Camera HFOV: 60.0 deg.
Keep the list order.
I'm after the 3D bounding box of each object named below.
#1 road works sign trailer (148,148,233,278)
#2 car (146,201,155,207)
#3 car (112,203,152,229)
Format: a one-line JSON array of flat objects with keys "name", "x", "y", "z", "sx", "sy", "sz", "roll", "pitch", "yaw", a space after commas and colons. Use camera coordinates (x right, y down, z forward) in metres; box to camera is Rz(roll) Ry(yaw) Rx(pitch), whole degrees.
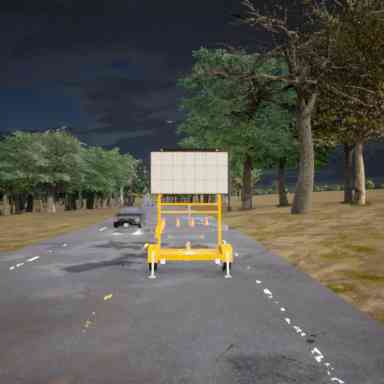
[{"name": "road works sign trailer", "x": -0.082, "y": 0.481, "z": 10.183, "sx": 2.380, "sy": 3.560, "sz": 2.880, "roll": 0, "pitch": 0, "yaw": -2}, {"name": "car", "x": -10.433, "y": 2.910, "z": 83.323, "sx": 2.128, "sy": 1.511, "sz": 4.902, "roll": 0, "pitch": -2, "yaw": -8}, {"name": "car", "x": -4.184, "y": 1.701, "z": 23.214, "sx": 2.033, "sy": 1.411, "sz": 5.357, "roll": 0, "pitch": -1, "yaw": -3}]
